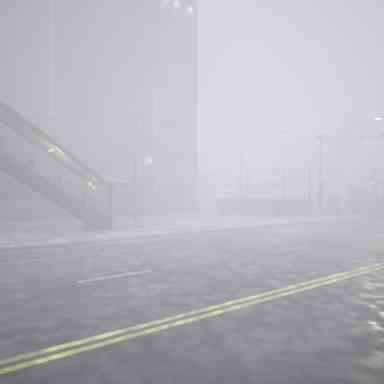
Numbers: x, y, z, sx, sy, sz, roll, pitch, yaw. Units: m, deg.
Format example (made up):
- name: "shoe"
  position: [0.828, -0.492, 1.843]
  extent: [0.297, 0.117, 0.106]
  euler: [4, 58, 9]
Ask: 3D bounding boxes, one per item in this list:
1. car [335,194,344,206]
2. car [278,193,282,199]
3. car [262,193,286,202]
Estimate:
- name: "car"
  position: [20.759, 1.241, 49.966]
  extent: [4.553, 1.767, 2.185]
  euler: [0, 0, -36]
- name: "car"
  position: [21.878, 1.381, 77.172]
  extent: [4.786, 1.482, 2.161]
  euler: [0, 0, -36]
- name: "car"
  position: [19.681, 1.212, 79.895]
  extent: [5.566, 2.045, 2.435]
  euler: [0, 0, -36]
